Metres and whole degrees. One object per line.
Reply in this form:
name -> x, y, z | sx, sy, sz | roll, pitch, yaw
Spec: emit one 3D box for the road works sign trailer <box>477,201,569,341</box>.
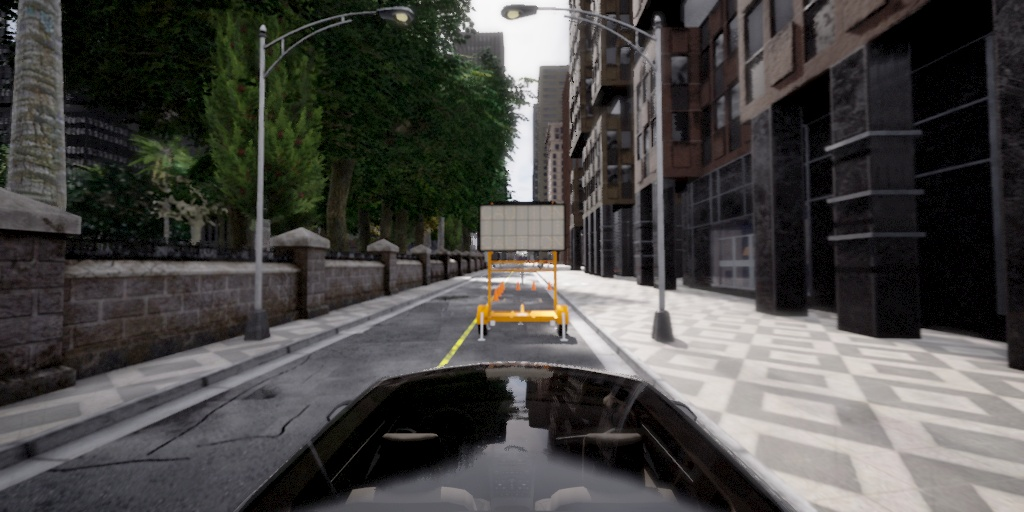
road works sign trailer -> 0.300, 0.281, 10.082 | 2.380, 3.560, 2.880 | 0, 0, 2
